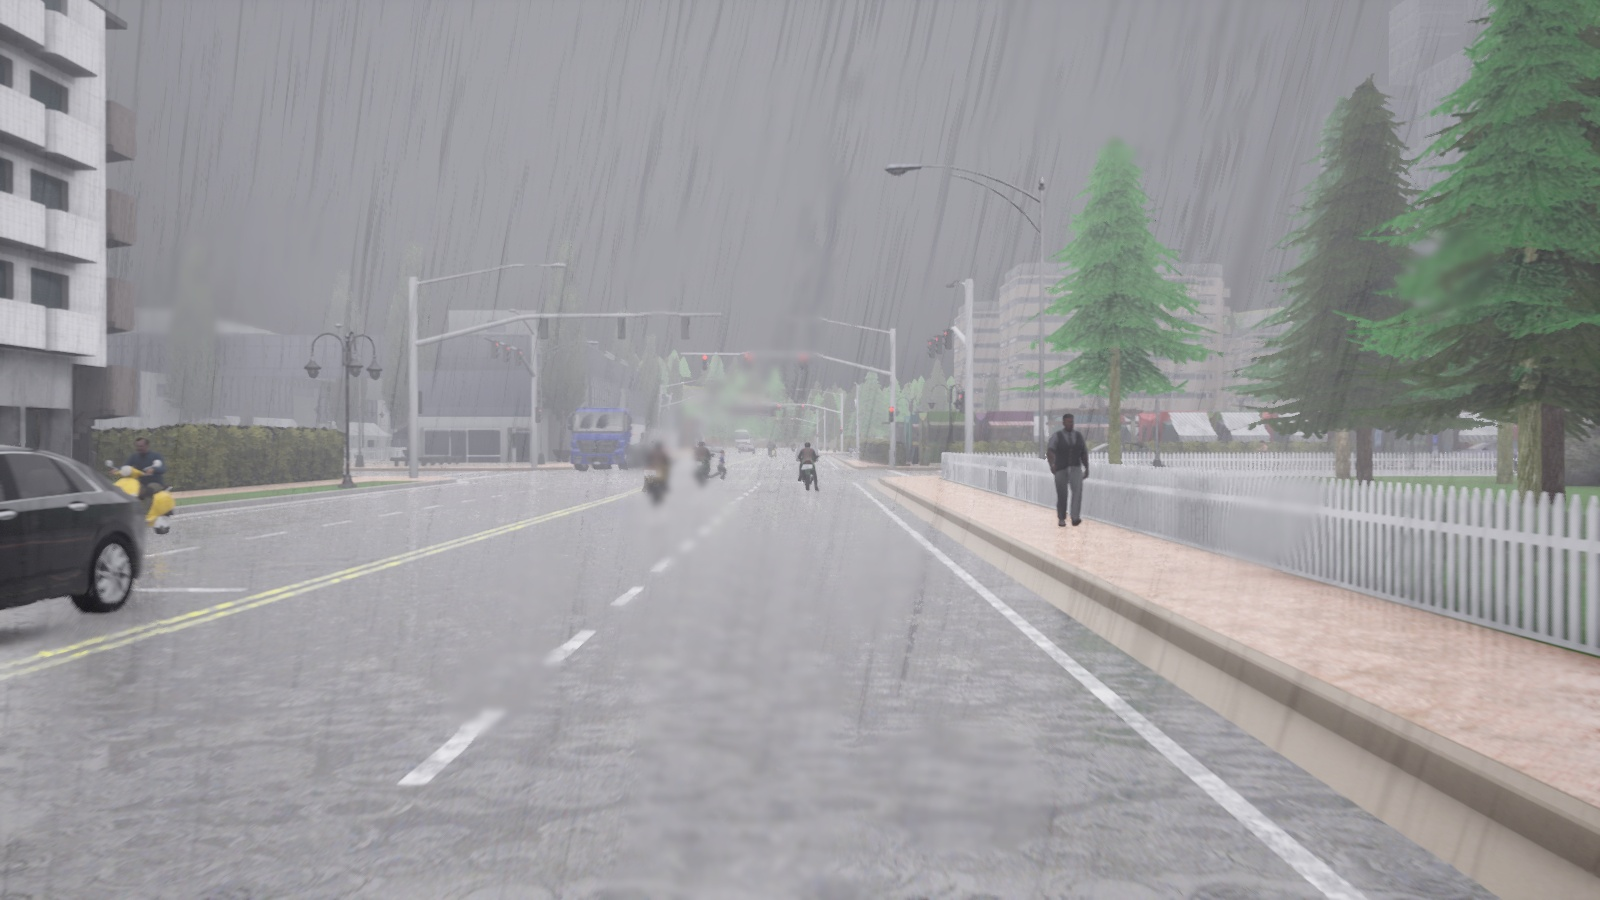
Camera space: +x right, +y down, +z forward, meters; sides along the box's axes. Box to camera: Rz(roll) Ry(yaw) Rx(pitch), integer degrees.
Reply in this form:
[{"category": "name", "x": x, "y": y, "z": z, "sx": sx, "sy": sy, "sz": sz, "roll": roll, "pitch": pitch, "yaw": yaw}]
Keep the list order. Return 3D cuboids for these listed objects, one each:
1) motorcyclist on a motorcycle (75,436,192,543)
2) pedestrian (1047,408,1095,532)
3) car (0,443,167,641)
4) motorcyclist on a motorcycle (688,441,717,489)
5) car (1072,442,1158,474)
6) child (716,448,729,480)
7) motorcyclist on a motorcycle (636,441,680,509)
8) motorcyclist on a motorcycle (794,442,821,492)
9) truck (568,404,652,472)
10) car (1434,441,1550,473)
[{"category": "motorcyclist on a motorcycle", "x": -10.374, "y": 0.581, "z": 19.628, "sx": 0.866, "sy": 1.590, "sz": 1.817, "roll": 0, "pitch": 0, "yaw": 0}, {"category": "pedestrian", "x": 4.172, "y": 0.299, "z": 19.385, "sx": 0.563, "sy": 1.883, "sz": 0.849, "roll": 0, "pitch": 0, "yaw": 1}, {"category": "car", "x": -6.931, "y": 0.693, "z": 9.461, "sx": 1.837, "sy": 1.490, "sz": 4.892, "roll": 0, "pitch": 0, "yaw": 0}, {"category": "motorcyclist on a motorcycle", "x": -3.247, "y": 0.493, "z": 41.847, "sx": 0.797, "sy": 1.523, "sz": 2.044, "roll": 0, "pitch": 2, "yaw": 0}, {"category": "car", "x": 15.379, "y": 0.391, "z": 61.453, "sx": 3.705, "sy": 1.549, "sz": 1.789, "roll": 0, "pitch": 0, "yaw": -1}, {"category": "child", "x": -3.010, "y": 0.542, "z": 48.874, "sx": 0.437, "sy": 1.263, "sz": 0.270, "roll": 0, "pitch": 0, "yaw": -18}, {"category": "motorcyclist on a motorcycle", "x": -3.318, "y": 0.560, "z": 29.440, "sx": 0.797, "sy": 1.523, "sz": 2.044, "roll": 0, "pitch": 0, "yaw": 0}, {"category": "motorcyclist on a motorcycle", "x": 0.235, "y": 0.510, "z": 38.818, "sx": 0.797, "sy": 1.523, "sz": 2.044, "roll": 0, "pitch": 0, "yaw": 0}, {"category": "truck", "x": -10.248, "y": -0.630, "z": 68.509, "sx": 2.891, "sy": 3.462, "sz": 7.936, "roll": 0, "pitch": 0, "yaw": 3}, {"category": "car", "x": 35.914, "y": 0.338, "z": 65.262, "sx": 4.856, "sy": 1.649, "sz": 2.033, "roll": 0, "pitch": 0, "yaw": 4}]
